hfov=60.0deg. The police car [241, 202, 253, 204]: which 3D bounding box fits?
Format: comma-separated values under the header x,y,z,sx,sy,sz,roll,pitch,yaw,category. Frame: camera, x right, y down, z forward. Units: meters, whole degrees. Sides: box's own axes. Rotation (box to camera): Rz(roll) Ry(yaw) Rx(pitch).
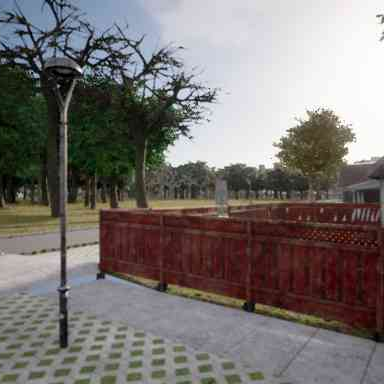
x,y,z,sx,sy,sz,roll,pitch,yaw,category
6.534,2.034,40.656,2.038,1.542,4.974,-2,-2,34,police car
